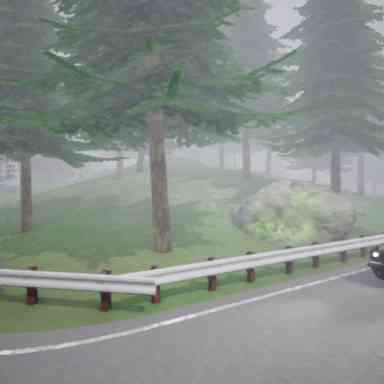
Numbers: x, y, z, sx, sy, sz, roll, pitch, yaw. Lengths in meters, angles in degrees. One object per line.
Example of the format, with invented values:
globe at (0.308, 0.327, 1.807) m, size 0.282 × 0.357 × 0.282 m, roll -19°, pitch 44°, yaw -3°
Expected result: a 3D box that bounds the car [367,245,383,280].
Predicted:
car at (6.595, 1.585, 8.689) m, size 4.718 × 1.301 × 1.895 m, roll 0°, pitch 0°, yaw -35°
